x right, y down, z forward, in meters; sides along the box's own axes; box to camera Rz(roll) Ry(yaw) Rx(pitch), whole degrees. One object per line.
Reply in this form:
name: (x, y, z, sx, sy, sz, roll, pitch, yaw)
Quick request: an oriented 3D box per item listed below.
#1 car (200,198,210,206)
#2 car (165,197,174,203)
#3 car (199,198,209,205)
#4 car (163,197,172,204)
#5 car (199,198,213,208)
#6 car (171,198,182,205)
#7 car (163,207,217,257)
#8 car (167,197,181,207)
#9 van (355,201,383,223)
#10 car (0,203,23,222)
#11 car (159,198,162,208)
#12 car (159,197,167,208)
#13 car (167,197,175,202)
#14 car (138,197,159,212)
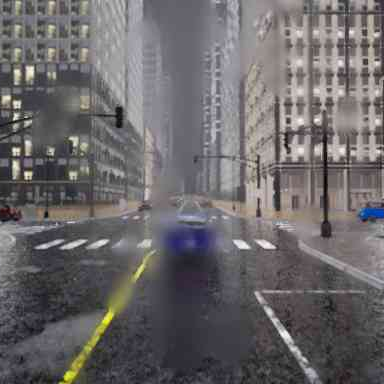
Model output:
car: (2.490, 1.953, 65.864, 1.752, 1.417, 4.829, 1, 0, 0)
car: (-5.964, 2.122, 87.899, 2.008, 1.369, 4.403, 1, 0, 0)
car: (2.471, 2.029, 71.271, 1.947, 1.339, 4.313, 1, 0, 0)
car: (-5.945, 2.080, 82.324, 1.887, 1.381, 4.507, 1, 0, 0)
car: (2.526, 1.936, 54.538, 1.802, 1.307, 4.206, 1, 0, 0)
car: (-3.230, 1.992, 70.393, 2.033, 1.411, 5.357, 0, 0, 0)
car: (-0.152, 1.565, 13.326, 1.882, 1.535, 5.008, 0, 0, -3)
car: (-3.249, 1.956, 54.773, 1.895, 1.301, 4.718, 0, 0, 0)
van: (15.895, 1.634, 27.880, 3.998, 1.788, 1.690, 0, -2, 0)
car: (-16.580, 1.679, 27.844, 4.097, 1.590, 1.967, 0, -2, 0)
car: (-5.835, 1.900, 48.873, 1.802, 1.307, 4.206, 1, 0, 0)
car: (-5.848, 1.669, 54.450, 2.192, 1.841, 5.009, 1, 0, 0)
car: (-5.982, 2.153, 93.474, 1.887, 1.381, 4.507, 1, 0, 0)
car: (-5.814, 1.721, 43.299, 1.967, 1.590, 4.097, 1, 0, 0)
